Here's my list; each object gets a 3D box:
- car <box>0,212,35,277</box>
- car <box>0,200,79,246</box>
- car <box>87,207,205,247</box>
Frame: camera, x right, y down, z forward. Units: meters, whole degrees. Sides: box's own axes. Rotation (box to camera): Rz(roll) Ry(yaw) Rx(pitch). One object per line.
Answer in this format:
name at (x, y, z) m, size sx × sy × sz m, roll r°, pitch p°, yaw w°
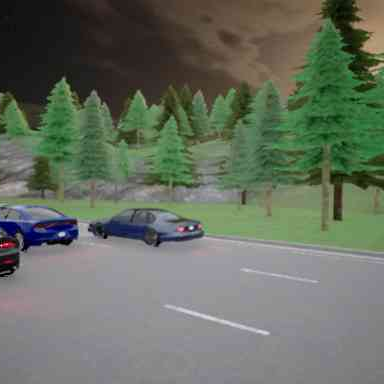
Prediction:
car at (-6.229, 1.322, 8.384) m, size 4.892 × 1.490 × 1.837 m, roll 1°, pitch 1°, yaw 35°
car at (-6.484, 1.242, 12.848) m, size 5.008 × 1.535 × 1.882 m, roll 2°, pitch 1°, yaw 35°
car at (-2.084, 1.363, 14.027) m, size 5.357 × 1.411 × 2.033 m, roll 1°, pitch 1°, yaw 35°
